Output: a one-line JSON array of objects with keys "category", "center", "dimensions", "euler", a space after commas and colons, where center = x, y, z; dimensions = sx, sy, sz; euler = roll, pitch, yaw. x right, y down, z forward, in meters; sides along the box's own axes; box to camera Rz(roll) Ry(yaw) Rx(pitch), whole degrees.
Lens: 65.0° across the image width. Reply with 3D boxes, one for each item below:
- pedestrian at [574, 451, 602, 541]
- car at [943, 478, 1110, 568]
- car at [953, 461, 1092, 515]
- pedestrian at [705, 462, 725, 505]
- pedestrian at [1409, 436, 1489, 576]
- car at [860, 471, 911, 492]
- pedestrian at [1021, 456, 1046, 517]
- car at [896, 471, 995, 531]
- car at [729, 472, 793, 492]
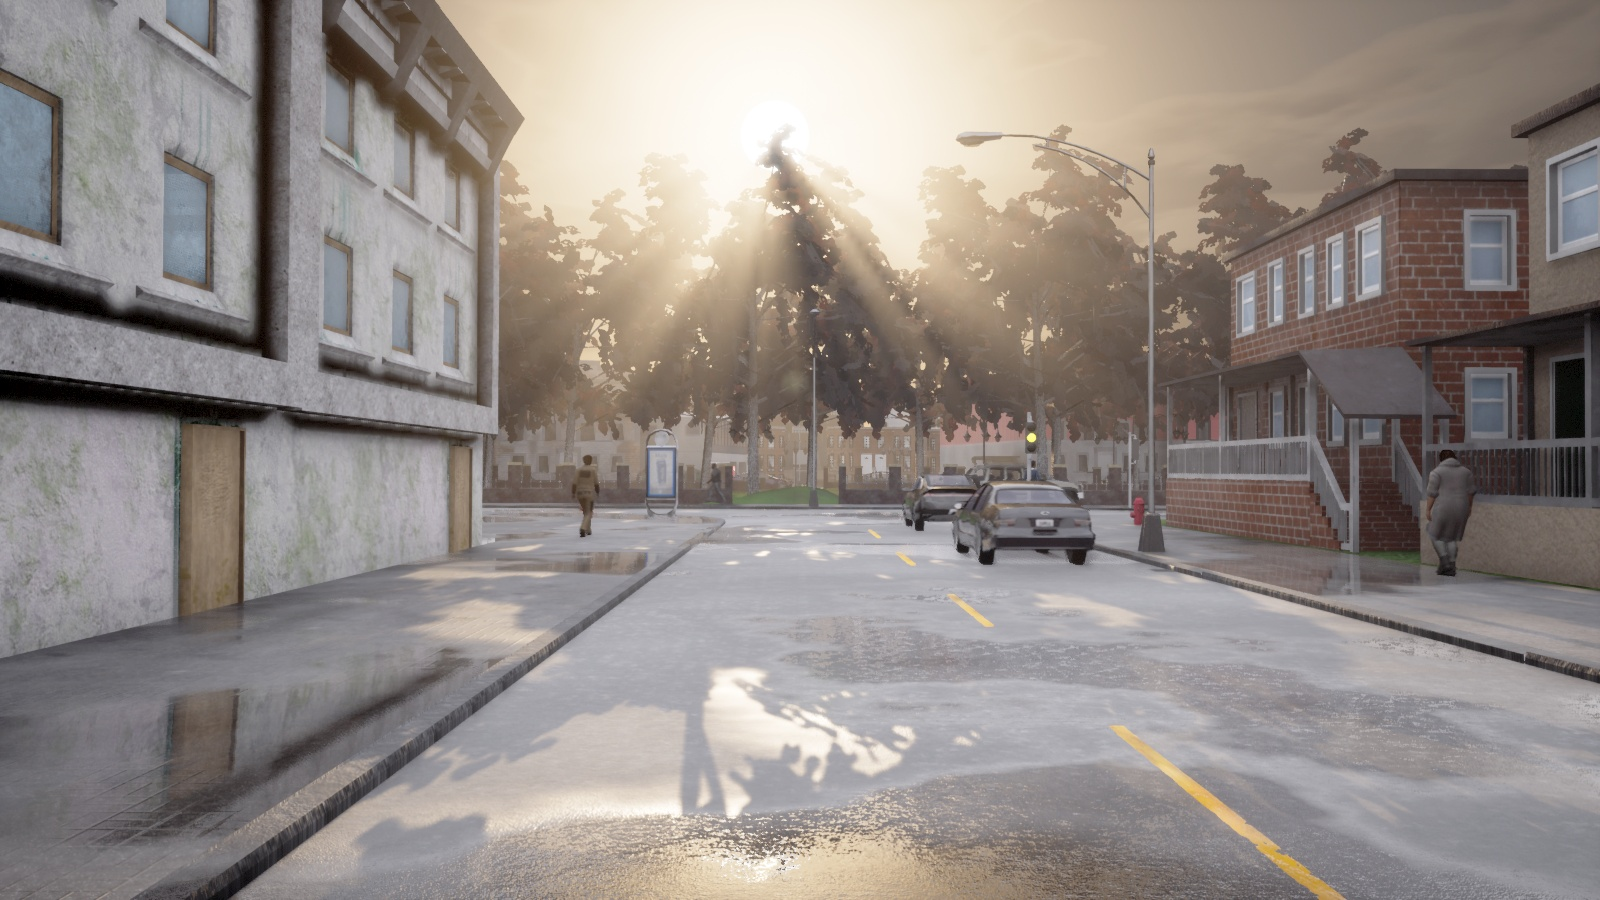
[{"category": "pedestrian", "center": [-4.635, 1.002, 27.424], "dimensions": [0.396, 1.930, 0.692], "euler": [0, -1, 10]}, {"category": "car", "center": [3.934, 1.228, 22.769], "dimensions": [2.033, 1.411, 5.357], "euler": [0, -1, 0]}, {"category": "car", "center": [7.985, 1.352, 44.958], "dimensions": [4.605, 1.855, 1.932], "euler": [0, -2, -25]}, {"category": "pedestrian", "center": [-3.692, 1.453, 54.589], "dimensions": [0.849, 1.883, 0.563], "euler": [0, -1, 0]}, {"category": "pedestrian", "center": [9.293, 0.789, 18.016], "dimensions": [0.659, 1.952, 0.873], "euler": [0, -1, -1]}, {"category": "car", "center": [6.412, 2.351, 94.551], "dimensions": [3.705, 1.549, 1.789], "euler": [0, -1, 0]}, {"category": "pedestrian", "center": [7.525, 1.167, 40.454], "dimensions": [0.423, 1.949, 0.788], "euler": [-1, -1, 44]}, {"category": "car", "center": [3.900, 1.332, 34.423], "dimensions": [2.128, 1.511, 4.902], "euler": [0, -1, 0]}, {"category": "car", "center": [-2.915, 2.410, 94.517], "dimensions": [4.792, 1.488, 2.163], "euler": [0, -1, 0]}]
